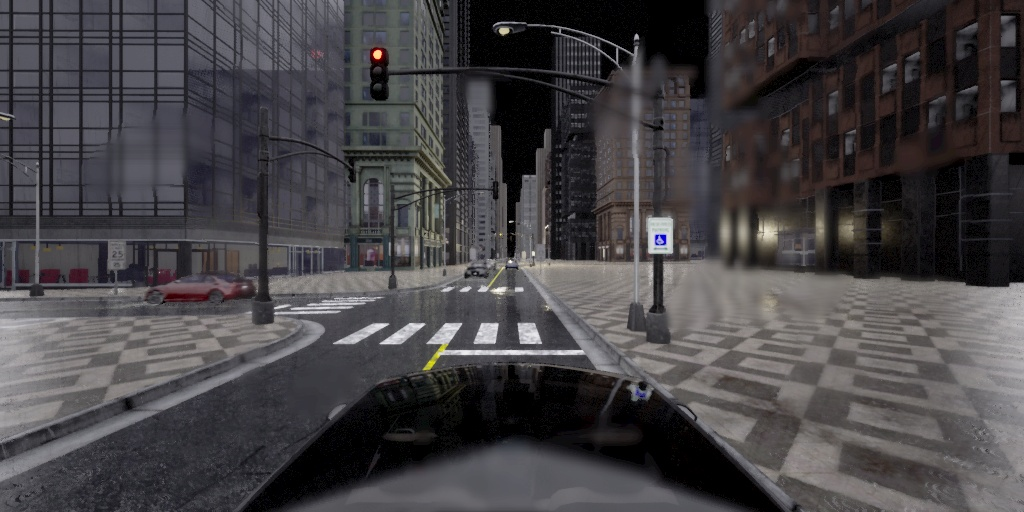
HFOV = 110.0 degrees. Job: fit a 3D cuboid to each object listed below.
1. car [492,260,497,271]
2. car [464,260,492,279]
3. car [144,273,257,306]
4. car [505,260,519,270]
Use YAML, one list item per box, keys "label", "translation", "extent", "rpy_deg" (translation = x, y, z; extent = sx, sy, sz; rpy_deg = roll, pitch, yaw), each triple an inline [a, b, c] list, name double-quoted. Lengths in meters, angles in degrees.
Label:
- label: "car"
  translation: [-3.096, 1.250, 48.616]
  extent: [2.128, 1.511, 4.902]
  rpy_deg: [0, 0, 0]
- label: "car"
  translation: [-3.112, 1.314, 32.227]
  extent: [1.994, 1.385, 4.181]
  rpy_deg: [0, 0, 0]
- label: "car"
  translation: [-14.557, 1.510, 16.901]
  extent: [4.181, 1.385, 1.994]
  rpy_deg: [-1, 0, 0]
- label: "car"
  translation: [-0.020, 1.326, 53.416]
  extent: [1.994, 1.385, 4.181]
  rpy_deg: [0, 0, 0]
